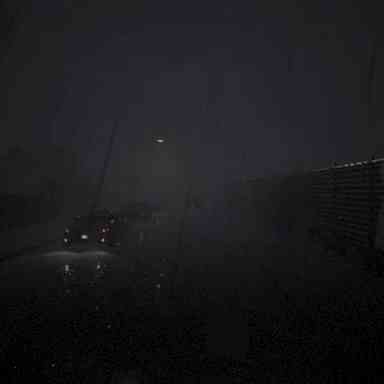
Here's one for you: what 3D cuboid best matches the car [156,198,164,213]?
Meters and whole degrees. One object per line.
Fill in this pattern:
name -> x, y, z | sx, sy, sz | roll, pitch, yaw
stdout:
car -> -4.049, 1.354, 34.960 | 1.882, 1.535, 5.008 | 0, 0, 0

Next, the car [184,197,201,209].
car -> 0.070, 1.354, 42.554 | 1.837, 1.490, 4.892 | 0, 0, 0

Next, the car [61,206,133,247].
car -> -4.096, 1.512, 14.627 | 1.994, 1.385, 4.181 | 0, 0, 0

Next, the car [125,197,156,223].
car -> -4.088, 1.390, 24.698 | 1.882, 1.535, 5.008 | 0, 0, 0

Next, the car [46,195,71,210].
car -> -14.556, 1.052, 34.667 | 3.633, 1.501, 1.845 | 0, 0, -3
